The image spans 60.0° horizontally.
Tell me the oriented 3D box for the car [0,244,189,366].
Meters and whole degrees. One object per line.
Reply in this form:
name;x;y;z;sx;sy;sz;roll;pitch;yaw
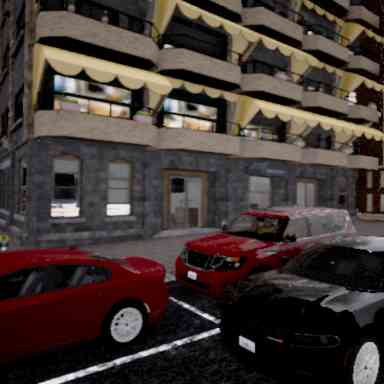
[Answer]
car;-2.477;1.546;4.780;4.507;1.381;1.887;0;1;-35

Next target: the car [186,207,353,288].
car;2.058;1.323;8.010;5.009;1.841;2.192;0;1;-35

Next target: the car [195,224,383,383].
car;2.671;1.484;5.273;5.008;1.535;1.882;0;0;-35
